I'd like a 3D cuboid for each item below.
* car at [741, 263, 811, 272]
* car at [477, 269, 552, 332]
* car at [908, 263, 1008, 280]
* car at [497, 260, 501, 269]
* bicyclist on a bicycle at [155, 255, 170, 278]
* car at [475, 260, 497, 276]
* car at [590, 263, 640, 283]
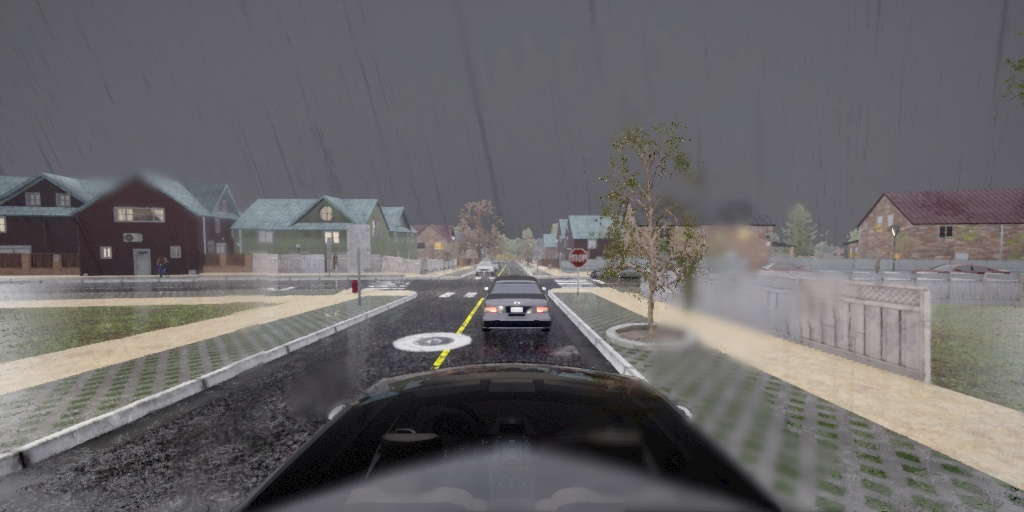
[{"bbox_3d":[19.609,1.225,26.714,4.674,1.442,1.812,1,3,6],"label":"car"},{"bbox_3d":[0.103,1.291,10.820,2.033,1.411,5.357,0,0,0],"label":"car"},{"bbox_3d":[31.118,1.256,25.156,5.008,1.535,1.882,1,3,11],"label":"car"},{"bbox_3d":[-2.840,1.384,47.678,1.895,1.301,4.718,0,0,0],"label":"car"},{"bbox_3d":[-24.880,0.759,25.545,0.582,1.620,1.656,0,3,-16],"label":"bicyclist on a bicycle"},{"bbox_3d":[-2.806,1.286,37.747,1.812,1.442,4.674,0,0,-2],"label":"car"},{"bbox_3d":[8.085,1.242,27.115,4.181,1.385,1.994,0,3,-3],"label":"car"}]
